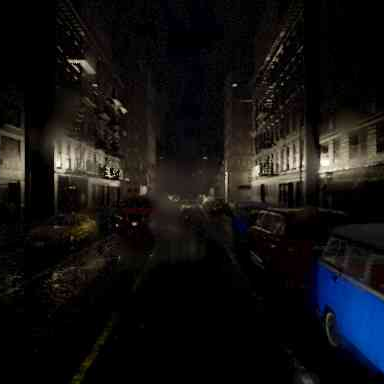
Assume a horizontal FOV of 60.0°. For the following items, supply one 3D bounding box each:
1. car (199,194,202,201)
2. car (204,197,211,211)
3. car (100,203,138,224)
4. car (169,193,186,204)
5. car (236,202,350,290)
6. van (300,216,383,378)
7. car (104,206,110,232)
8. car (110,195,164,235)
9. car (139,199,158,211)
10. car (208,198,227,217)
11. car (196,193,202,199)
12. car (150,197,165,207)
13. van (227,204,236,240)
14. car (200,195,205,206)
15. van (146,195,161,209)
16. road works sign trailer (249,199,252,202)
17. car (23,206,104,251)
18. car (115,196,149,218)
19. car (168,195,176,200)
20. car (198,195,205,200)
[{"bbox_3d":[2.655,1.550,57.635,2.008,1.369,4.403,0,0,0],"label":"car"},{"bbox_3d":[2.670,1.439,36.009,1.967,1.590,4.097,0,0,0],"label":"car"},{"bbox_3d":[-5.389,1.565,25.198,1.947,1.339,4.313,0,0,0],"label":"car"},{"bbox_3d":[-2.733,1.330,61.125,2.128,1.511,4.902,0,0,0],"label":"car"},{"bbox_3d":[2.688,1.315,8.979,2.192,1.841,5.009,0,0,0],"label":"car"},{"bbox_3d":[2.691,1.341,3.572,1.690,1.788,3.998,0,0,0],"label":"van"},{"bbox_3d":[-5.392,1.550,19.792,2.008,1.369,4.403,0,0,0],"label":"car"},{"bbox_3d":[-2.844,1.220,19.213,2.150,2.045,5.566,0,0,0],"label":"car"},{"bbox_3d":[-5.381,1.581,41.417,1.802,1.307,4.206,0,0,0],"label":"car"},{"bbox_3d":[2.673,1.524,30.774,1.752,1.417,4.829,0,0,0],"label":"car"},{"bbox_3d":[2.660,1.550,84.510,2.008,1.369,4.403,0,0,0],"label":"car"},{"bbox_3d":[-5.375,1.550,52.229,2.008,1.369,4.403,0,0,0],"label":"car"},{"bbox_3d":[2.684,1.341,14.385,1.690,1.788,3.998,0,0,0],"label":"van"},{"bbox_3d":[2.659,1.524,52.398,1.752,1.417,4.829,0,0,0],"label":"car"},{"bbox_3d":[-5.378,1.340,46.823,1.690,1.788,3.998,0,0,0],"label":"van"},{"bbox_3d":[13.415,0.382,69.417,2.880,3.560,2.380,0,0,0],"label":"road works sign trailer"},{"bbox_3d":[-5.395,1.525,14.217,1.752,1.417,4.829,0,0,0],"label":"car"},{"bbox_3d":[-5.387,1.314,30.604,2.192,1.841,5.009,0,0,0],"label":"car"},{"bbox_3d":[-5.363,1.524,90.023,1.752,1.417,4.829,0,0,0],"label":"car"},{"bbox_3d":[2.662,1.581,90.192,1.802,1.307,4.206,0,0,0],"label":"car"}]
